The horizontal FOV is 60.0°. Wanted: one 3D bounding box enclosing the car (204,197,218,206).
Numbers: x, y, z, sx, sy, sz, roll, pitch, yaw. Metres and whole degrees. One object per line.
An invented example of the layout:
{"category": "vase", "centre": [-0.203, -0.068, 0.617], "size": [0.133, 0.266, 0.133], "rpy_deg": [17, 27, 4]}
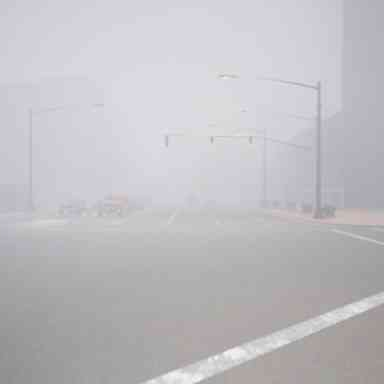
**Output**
{"category": "car", "centre": [3.501, 1.654, 59.238], "size": [1.812, 1.442, 4.674], "rpy_deg": [0, 0, 0]}

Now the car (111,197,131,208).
{"category": "car", "centre": [-10.550, 1.529, 49.783], "size": [1.882, 1.535, 5.008], "rpy_deg": [0, 0, 0]}

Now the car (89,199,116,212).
{"category": "car", "centre": [-10.562, 1.572, 39.638], "size": [1.895, 1.301, 4.718], "rpy_deg": [0, 0, 0]}

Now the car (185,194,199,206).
{"category": "car", "centre": [0.001, 1.347, 58.854], "size": [2.150, 2.045, 5.566], "rpy_deg": [0, 0, 0]}

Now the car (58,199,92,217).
{"category": "car", "centre": [-10.568, 1.411, 30.366], "size": [2.128, 1.511, 4.902], "rpy_deg": [0, 0, 0]}

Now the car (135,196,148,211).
{"category": "car", "centre": [-7.057, 1.328, 40.377], "size": [2.097, 1.767, 4.553], "rpy_deg": [0, 0, 0]}

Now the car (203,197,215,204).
{"category": "car", "centre": [3.501, 1.686, 69.240], "size": [2.033, 1.411, 5.357], "rpy_deg": [0, 0, 0]}

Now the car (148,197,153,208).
{"category": "car", "centre": [-7.052, 1.535, 50.419], "size": [1.882, 1.535, 5.008], "rpy_deg": [0, 0, 0]}

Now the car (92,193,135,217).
{"category": "car", "centre": [-7.069, 1.145, 30.736], "size": [2.150, 2.045, 5.566], "rpy_deg": [0, 0, 0]}
